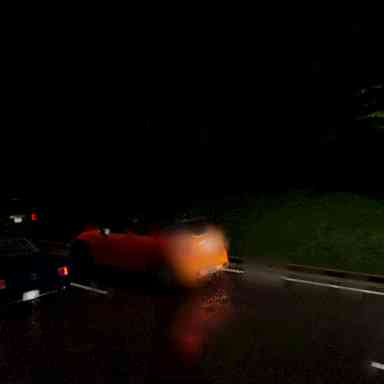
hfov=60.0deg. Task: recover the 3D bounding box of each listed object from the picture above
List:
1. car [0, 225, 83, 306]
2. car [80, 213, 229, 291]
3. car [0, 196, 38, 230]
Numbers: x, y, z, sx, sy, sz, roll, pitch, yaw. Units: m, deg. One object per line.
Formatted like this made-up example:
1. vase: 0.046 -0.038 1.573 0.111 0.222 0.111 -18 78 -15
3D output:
1. car: -4.750 1.597 7.382 4.718 1.301 1.895 0 0 36
2. car: -1.341 1.350 9.254 4.553 1.767 2.097 0 0 36
3. car: -9.101 1.215 14.788 5.566 2.045 2.150 0 0 36
